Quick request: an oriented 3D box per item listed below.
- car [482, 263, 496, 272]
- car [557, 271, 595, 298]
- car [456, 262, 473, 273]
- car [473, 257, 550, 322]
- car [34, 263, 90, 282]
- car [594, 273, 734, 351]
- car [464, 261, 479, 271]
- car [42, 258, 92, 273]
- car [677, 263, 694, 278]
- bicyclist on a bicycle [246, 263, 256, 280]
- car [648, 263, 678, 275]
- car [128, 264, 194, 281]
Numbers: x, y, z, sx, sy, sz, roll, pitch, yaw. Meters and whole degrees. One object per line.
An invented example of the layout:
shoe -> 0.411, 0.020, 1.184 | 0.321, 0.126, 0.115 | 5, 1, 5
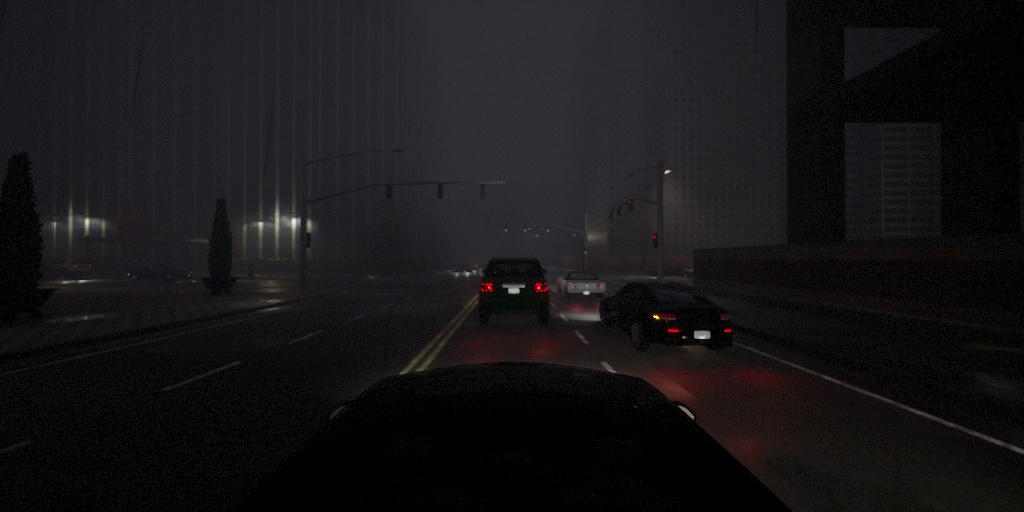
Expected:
car -> -3.540, 1.794, 56.792 | 1.895, 1.301, 4.718 | 0, 0, 0
car -> 3.606, 1.494, 19.492 | 1.895, 1.301, 4.718 | 0, 0, 0
car -> -7.051, 1.689, 53.013 | 1.812, 1.442, 4.674 | 0, 0, 0
car -> 0.076, 1.064, 12.771 | 2.150, 2.045, 5.566 | 0, 0, 0
car -> -41.549, 1.559, 32.277 | 4.181, 1.385, 1.994 | 0, 0, 0
car -> 3.594, 1.335, 9.072 | 1.812, 1.442, 4.674 | 0, 0, 0
car -> -7.015, 1.716, 62.349 | 1.882, 1.535, 5.008 | 0, 0, 0
car -> -49.780, 1.274, 39.409 | 5.566, 2.045, 2.150 | 0, 0, 0
car -> 19.882, 1.631, 36.447 | 4.718, 1.301, 1.895 | 0, 0, 1
bicyclist on a bicycle -> -24.640, 1.461, 33.842 | 0.582, 1.620, 1.656 | 0, -1, -13
car -> 17.814, 1.536, 39.961 | 5.008, 1.535, 1.882 | 0, 0, 0
car -> -31.582, 1.488, 32.323 | 4.902, 1.511, 2.128 | 0, 0, 0
